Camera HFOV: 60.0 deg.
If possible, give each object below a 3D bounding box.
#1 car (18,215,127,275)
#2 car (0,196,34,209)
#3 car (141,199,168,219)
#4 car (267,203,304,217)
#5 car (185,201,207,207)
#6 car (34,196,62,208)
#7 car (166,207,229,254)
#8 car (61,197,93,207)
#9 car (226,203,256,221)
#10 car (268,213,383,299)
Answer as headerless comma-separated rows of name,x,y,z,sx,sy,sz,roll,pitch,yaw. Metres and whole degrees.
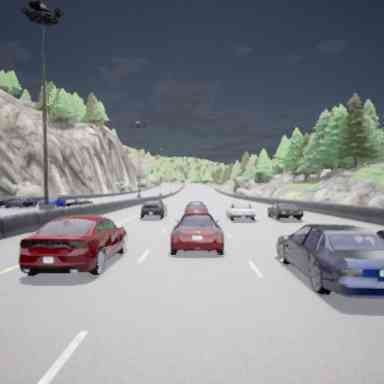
car,-3.335,1.429,10.284,1.882,1.535,5.008,0,0,1
car,-20.701,1.368,40.457,1.895,1.301,4.718,0,0,1
car,-3.148,1.396,28.143,1.837,1.490,4.892,0,0,1
car,7.335,1.545,26.709,1.895,1.301,4.718,0,0,1
car,0.356,1.470,28.511,1.994,1.385,4.181,0,0,1
car,-17.189,1.258,41.275,1.882,1.535,5.008,0,0,1
car,0.204,1.521,13.317,1.994,1.385,4.181,0,0,1
car,-13.703,1.401,40.452,1.895,1.301,4.718,0,0,1
car,3.836,1.529,26.753,1.895,1.301,4.718,0,0,1
car,3.641,1.537,8.643,2.033,1.411,5.357,0,0,1
